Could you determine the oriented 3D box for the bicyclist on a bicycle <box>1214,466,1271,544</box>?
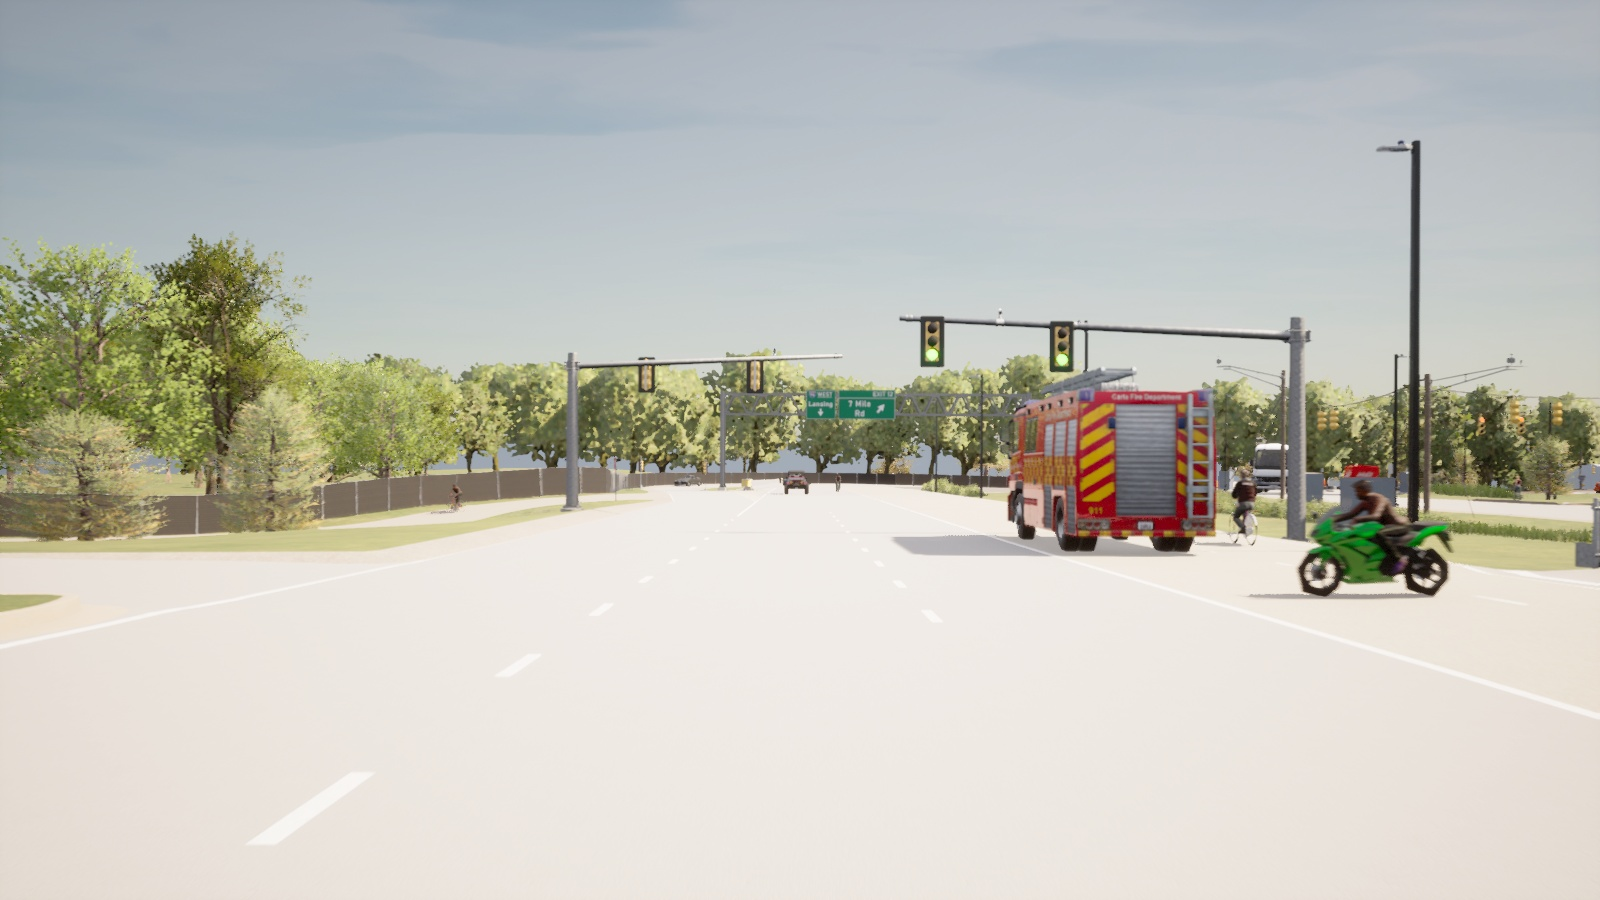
[{"bbox_3d":[10.426,1.270,29.656,0.659,1.776,1.843,0,-1,0],"label":"bicyclist on a bicycle"}]

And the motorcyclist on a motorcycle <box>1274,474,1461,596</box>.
[{"bbox_3d":[7.347,1.083,16.318,2.044,1.523,0.797,-1,-1,-1],"label":"motorcyclist on a motorcycle"}]

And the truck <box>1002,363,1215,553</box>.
[{"bbox_3d":[6.921,0.248,29.608,2.891,3.827,8.468,0,-1,0],"label":"truck"}]
